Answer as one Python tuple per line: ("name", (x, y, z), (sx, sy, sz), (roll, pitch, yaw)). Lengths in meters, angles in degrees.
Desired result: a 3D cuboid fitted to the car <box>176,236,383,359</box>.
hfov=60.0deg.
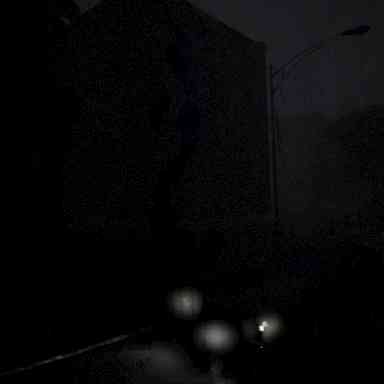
("car", (2.180, 1.624, 6.505), (2.033, 1.411, 5.357), (-1, -1, 44))
